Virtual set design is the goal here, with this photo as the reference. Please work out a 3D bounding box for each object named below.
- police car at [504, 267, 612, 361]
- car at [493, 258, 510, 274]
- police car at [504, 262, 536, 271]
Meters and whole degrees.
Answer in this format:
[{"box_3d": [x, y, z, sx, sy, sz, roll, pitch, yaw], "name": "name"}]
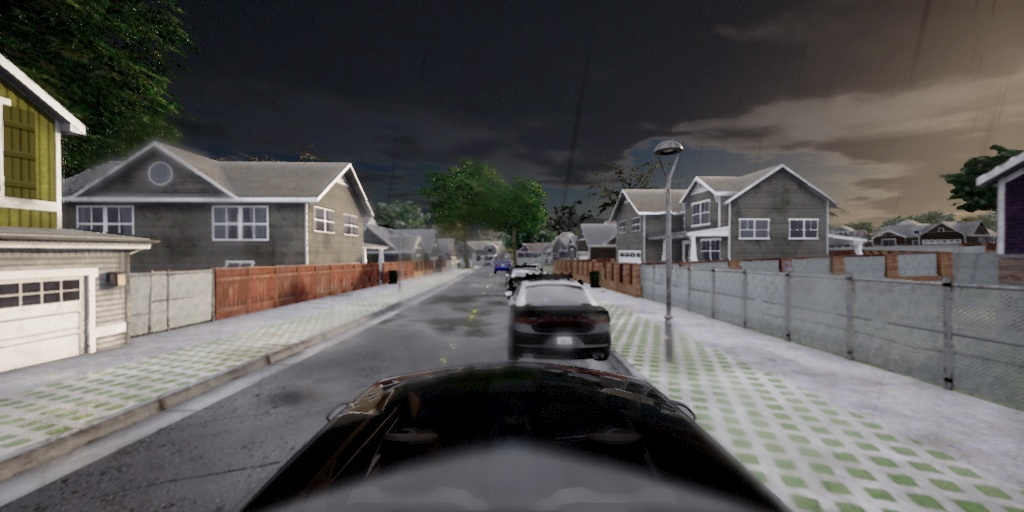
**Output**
[{"box_3d": [0.857, 1.213, 8.522, 1.930, 1.638, 5.238, 0, 0, 0], "name": "police car"}, {"box_3d": [-1.260, 1.314, 47.153, 2.150, 2.045, 5.566, 0, 0, -2], "name": "car"}, {"box_3d": [0.698, 1.281, 18.568, 1.930, 1.638, 5.238, 0, 0, -1], "name": "police car"}]
